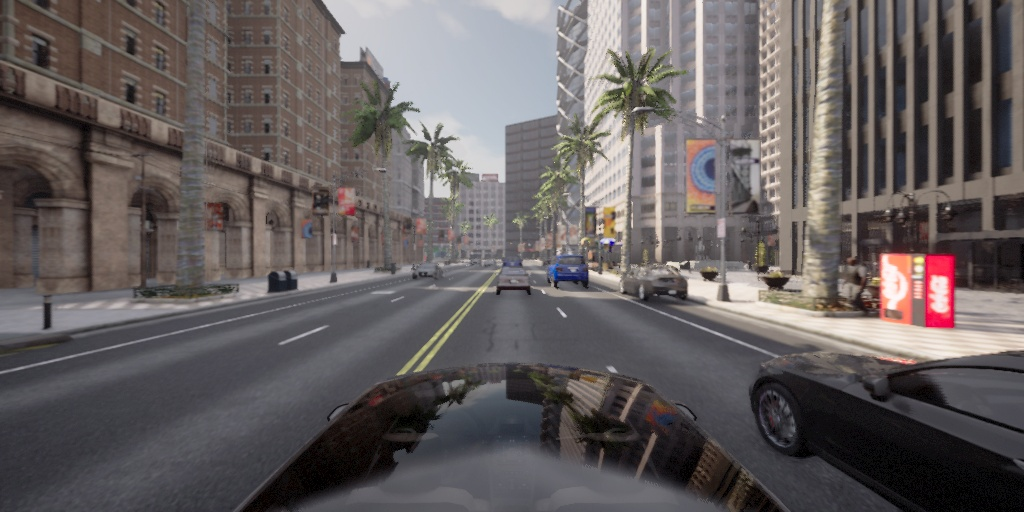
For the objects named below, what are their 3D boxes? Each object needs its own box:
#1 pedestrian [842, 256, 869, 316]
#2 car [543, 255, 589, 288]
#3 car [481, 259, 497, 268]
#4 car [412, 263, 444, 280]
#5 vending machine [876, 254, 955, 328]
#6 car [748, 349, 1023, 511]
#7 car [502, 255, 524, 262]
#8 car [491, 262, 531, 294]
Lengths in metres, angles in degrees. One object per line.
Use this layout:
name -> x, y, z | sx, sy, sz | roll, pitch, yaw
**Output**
pedestrian -> 10.301, 0.874, 10.711 | 0.375, 1.860, 0.375 | 0, 0, 0
car -> 3.579, 0.947, 23.648 | 2.150, 2.045, 5.566 | 0, 0, 0
car -> -3.508, 1.260, 59.053 | 1.994, 1.385, 4.181 | 0, 0, 1
car -> -7.120, 1.292, 30.629 | 1.994, 1.385, 4.181 | 0, 0, 0
vending machine -> 10.879, 0.928, 9.662 | 1.100, 2.100, 0.880 | 0, 0, 0
car -> 3.564, 1.272, 2.083 | 1.812, 1.442, 4.674 | 0, 0, 0
car -> 0.062, 0.935, 38.879 | 2.150, 2.045, 5.566 | 0, 0, 0
car -> 0.083, 1.279, 20.043 | 2.033, 1.411, 5.357 | 0, 0, 0
